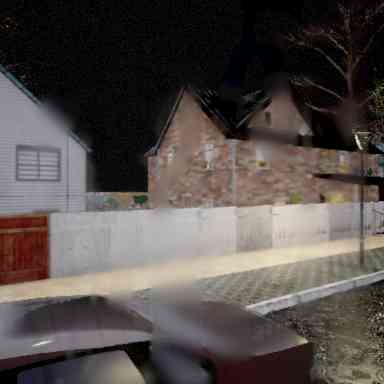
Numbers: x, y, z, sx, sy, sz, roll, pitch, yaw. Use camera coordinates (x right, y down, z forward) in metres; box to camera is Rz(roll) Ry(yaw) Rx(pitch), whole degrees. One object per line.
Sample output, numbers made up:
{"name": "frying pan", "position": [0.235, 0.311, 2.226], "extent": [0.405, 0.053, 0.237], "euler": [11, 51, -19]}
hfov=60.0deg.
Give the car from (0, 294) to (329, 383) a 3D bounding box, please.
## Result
{"name": "car", "position": [-1.376, 1.542, 2.040], "extent": [5.357, 1.411, 2.033], "euler": [0, 0, -35]}
